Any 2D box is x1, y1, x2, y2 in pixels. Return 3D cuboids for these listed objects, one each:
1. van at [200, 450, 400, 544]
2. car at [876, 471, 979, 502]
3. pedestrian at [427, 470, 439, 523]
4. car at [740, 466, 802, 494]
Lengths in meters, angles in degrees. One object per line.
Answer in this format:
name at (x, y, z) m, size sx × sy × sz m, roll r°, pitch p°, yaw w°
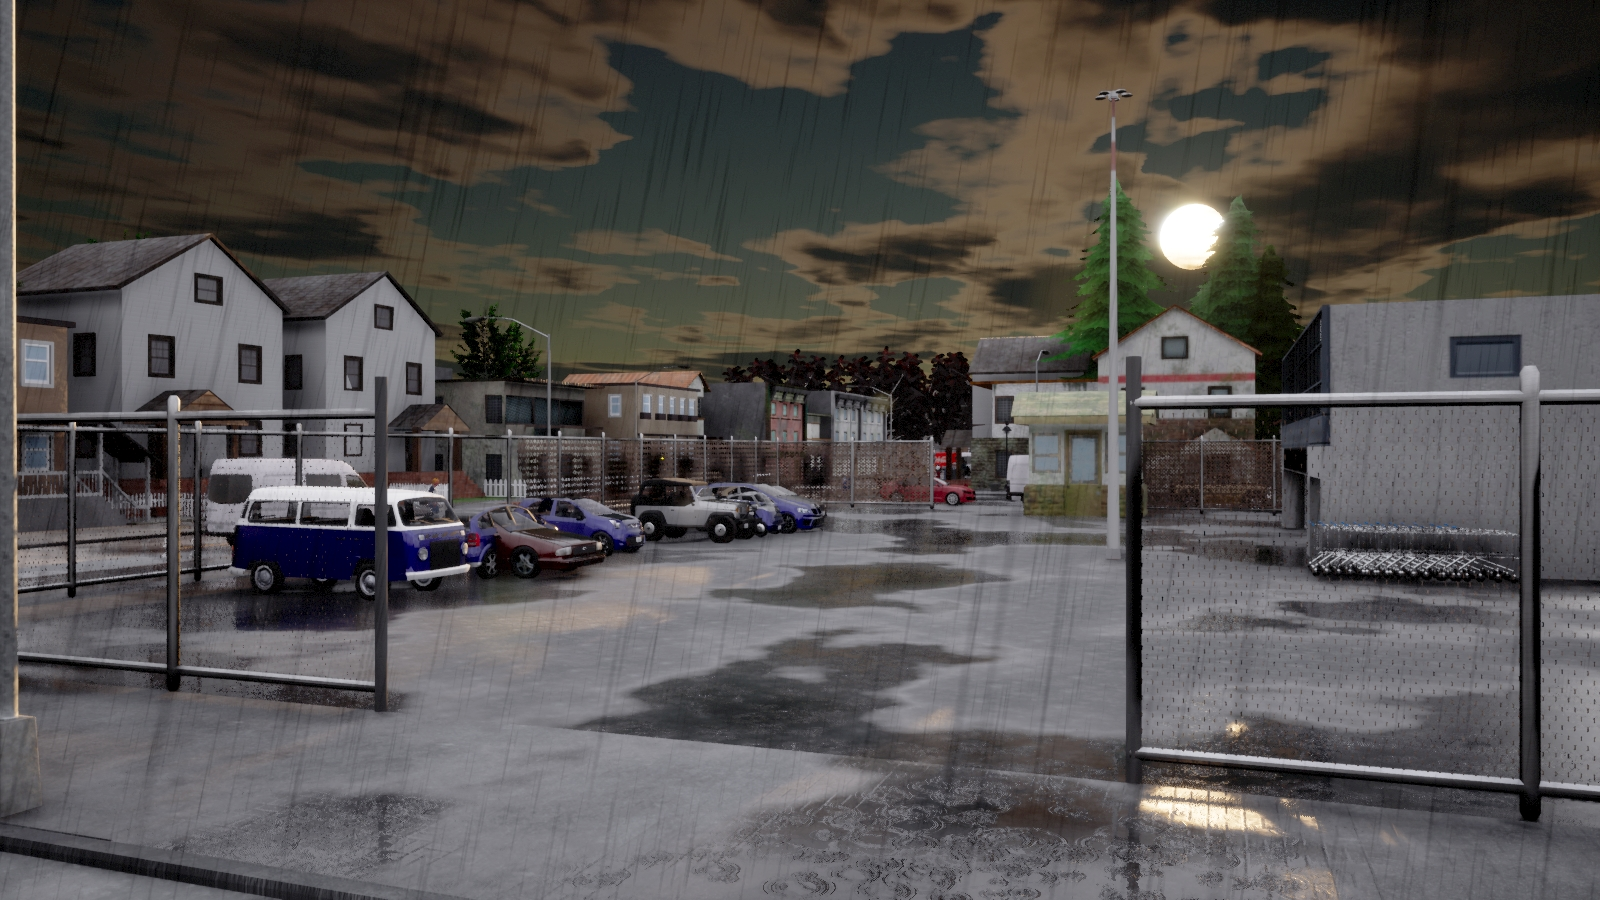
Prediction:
van at (-14.864, 1.316, 34.440) m, size 1.988 × 2.561 × 5.915 m, roll 0°, pitch -1°, yaw 20°
car at (6.523, 1.843, 58.394) m, size 4.892 × 1.480 × 2.231 m, roll 0°, pitch 0°, yaw 19°
pedestrian at (-13.014, 1.633, 40.501) m, size 0.375 × 1.860 × 0.375 m, roll 0°, pitch 0°, yaw -16°
car at (-1.736, 1.818, 70.447) m, size 2.097 × 1.535 × 5.006 m, roll 0°, pitch 0°, yaw 20°
